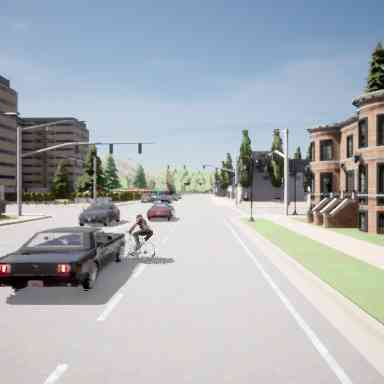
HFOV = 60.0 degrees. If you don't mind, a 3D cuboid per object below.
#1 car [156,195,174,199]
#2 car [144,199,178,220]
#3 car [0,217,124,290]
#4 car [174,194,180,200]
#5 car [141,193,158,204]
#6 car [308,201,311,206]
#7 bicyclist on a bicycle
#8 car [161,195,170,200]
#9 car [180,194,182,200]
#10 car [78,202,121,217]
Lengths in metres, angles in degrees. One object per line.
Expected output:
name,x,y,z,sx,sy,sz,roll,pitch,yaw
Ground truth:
car,-4.980,1.600,62.925,1.895,1.301,4.718,0,0,2
car,-2.515,1.564,27.800,1.994,1.385,4.181,0,0,2
car,-3.170,1.599,9.051,1.895,1.301,4.718,0,0,1
car,-4.418,1.500,77.902,1.837,1.490,4.892,0,0,2
car,-8.467,1.491,63.296,2.128,1.511,4.902,0,0,2
car,18.629,1.221,44.722,5.566,2.045,2.150,0,0,1
bicyclist on a bicycle,-1.783,1.519,10.949,1.656,1.620,0.582,-2,-29,29
car,-7.384,1.541,93.697,1.994,1.385,4.181,0,0,2
car,-3.897,1.345,93.255,2.097,1.767,4.553,0,0,2
car,-6.294,1.507,23.095,1.837,1.490,4.892,0,-1,2
